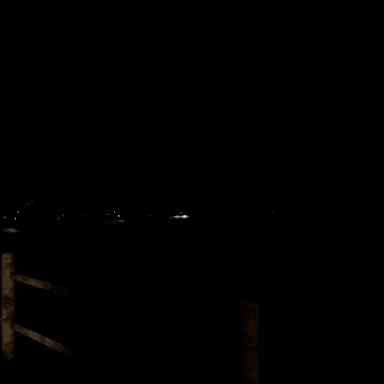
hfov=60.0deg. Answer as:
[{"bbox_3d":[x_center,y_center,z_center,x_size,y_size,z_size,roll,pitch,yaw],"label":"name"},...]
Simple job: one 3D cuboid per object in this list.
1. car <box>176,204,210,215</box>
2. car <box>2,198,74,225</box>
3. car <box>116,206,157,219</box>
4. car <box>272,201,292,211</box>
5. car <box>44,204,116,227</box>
[{"bbox_3d":[0.240,2.189,42.547,2.033,1.411,5.357,-1,-1,37],"label":"car"},{"bbox_3d":[-11.778,1.521,26.174,2.150,2.045,5.566,-1,-1,36],"label":"car"},{"bbox_3d":[-5.848,2.069,34.262,1.895,1.301,4.718,-1,-1,36],"label":"car"},{"bbox_3d":[16.053,2.352,59.168,2.097,1.767,4.553,-1,-1,38],"label":"car"},{"bbox_3d":[-8.520,1.821,25.650,1.812,1.442,4.674,-1,-1,36],"label":"car"}]
